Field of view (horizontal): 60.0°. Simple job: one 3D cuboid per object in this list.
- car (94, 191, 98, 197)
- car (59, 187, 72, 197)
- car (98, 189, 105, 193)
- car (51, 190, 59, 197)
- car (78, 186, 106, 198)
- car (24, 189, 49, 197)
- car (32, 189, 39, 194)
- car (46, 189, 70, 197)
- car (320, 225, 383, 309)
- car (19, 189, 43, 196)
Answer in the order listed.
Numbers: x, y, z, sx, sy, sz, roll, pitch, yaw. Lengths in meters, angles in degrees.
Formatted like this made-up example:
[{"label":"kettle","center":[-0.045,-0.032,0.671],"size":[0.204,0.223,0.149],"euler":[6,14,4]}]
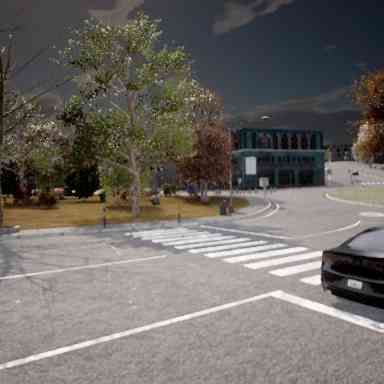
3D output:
[{"label":"car","center":[-16.750,0.229,61.743],"size":[1.946,1.575,5.366],"euler":[-1,2,17]},{"label":"car","center":[-23.816,0.300,67.298],"size":[2.163,1.488,4.792],"euler":[-1,2,17]},{"label":"car","center":[-14.340,0.065,60.113],"size":[2.185,1.767,4.553],"euler":[-2,2,16]},{"label":"car","center":[-26.177,0.013,69.107],"size":[2.435,2.045,5.566],"euler":[0,2,18]},{"label":"car","center":[-19.087,-0.002,63.738],"size":[2.435,2.045,5.566],"euler":[-2,2,17]},{"label":"car","center":[-35.560,0.154,76.330],"size":[1.946,1.575,5.366],"euler":[0,3,19]},{"label":"car","center":[-33.196,0.060,74.623],"size":[2.185,1.767,4.553],"euler":[-1,2,18]},{"label":"car","center":[-28.520,0.247,70.969],"size":[2.231,1.521,4.892],"euler":[-1,2,18]},{"label":"car","center":[4.864,1.431,7.191],"size":[5.008,1.535,1.882],"euler":[-1,0,-35]},{"label":"car","center":[-37.811,0.112,78.374],"size":[2.097,1.535,5.008],"euler":[0,3,19]}]
